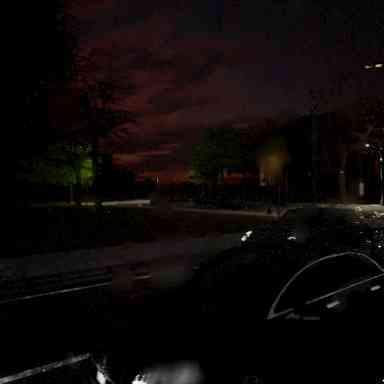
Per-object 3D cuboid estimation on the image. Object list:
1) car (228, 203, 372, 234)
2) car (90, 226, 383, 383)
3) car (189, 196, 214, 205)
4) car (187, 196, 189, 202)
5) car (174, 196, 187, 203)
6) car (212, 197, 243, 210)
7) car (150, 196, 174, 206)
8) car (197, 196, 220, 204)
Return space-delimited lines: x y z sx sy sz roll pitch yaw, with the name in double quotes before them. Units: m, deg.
"car" 3.607 1.281 10.257 4.553 1.767 2.097 -1 0 -35
"car" 1.136 1.479 4.499 4.892 1.490 1.837 0 0 -36
"car" 2.105 1.493 61.391 2.097 1.767 4.553 -2 1 -35
"car" -1.317 1.526 71.844 2.033 1.411 5.357 -2 1 -35
"car" -3.974 1.617 69.974 2.033 1.411 5.357 -2 1 -35
"car" 5.519 1.721 45.026 2.033 1.411 5.357 -2 1 -35
"car" -5.949 1.732 61.488 2.097 1.767 4.553 -2 1 -35
"car" 3.221 1.581 65.436 1.837 1.490 4.892 -2 0 -35
